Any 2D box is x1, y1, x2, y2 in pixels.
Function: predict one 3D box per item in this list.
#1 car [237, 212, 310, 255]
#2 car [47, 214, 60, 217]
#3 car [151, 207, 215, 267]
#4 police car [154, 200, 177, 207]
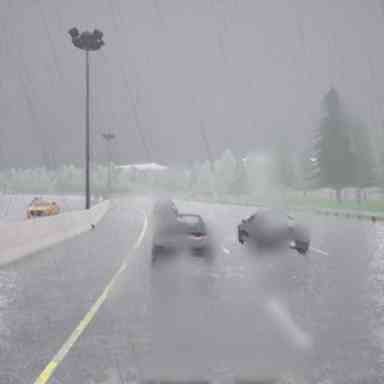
[{"bbox_3d":[3.034,1.511,13.101,1.812,1.442,4.674,0,0,-4],"label":"car"},{"bbox_3d":[-13.118,1.497,29.670,1.882,1.535,5.008,0,0,-9],"label":"car"},{"bbox_3d":[-0.360,1.487,11.455,2.128,1.511,4.902,0,0,-3],"label":"car"},{"bbox_3d":[-2.447,1.496,30.508,2.038,1.542,4.974,0,0,-9],"label":"police car"}]
